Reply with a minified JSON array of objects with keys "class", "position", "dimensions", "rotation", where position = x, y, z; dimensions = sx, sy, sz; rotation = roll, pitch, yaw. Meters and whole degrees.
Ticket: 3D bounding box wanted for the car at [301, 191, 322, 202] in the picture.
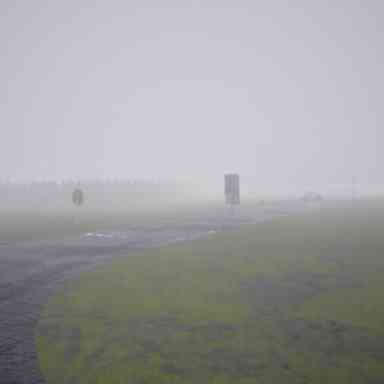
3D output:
[{"class":"car","position":[17.969,0.581,50.045],"dimensions":[2.097,1.767,4.553],"rotation":[-1,1,34]}]
